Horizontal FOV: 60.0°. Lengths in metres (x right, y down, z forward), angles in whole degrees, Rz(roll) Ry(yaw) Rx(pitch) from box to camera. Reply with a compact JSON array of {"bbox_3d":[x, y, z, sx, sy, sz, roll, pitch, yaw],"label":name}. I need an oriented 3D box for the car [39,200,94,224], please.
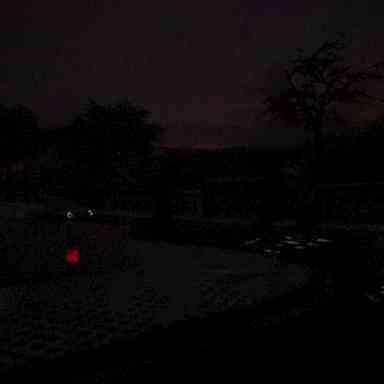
[{"bbox_3d":[-9.064,1.489,23.939,4.553,1.767,2.097,0,3,40],"label":"car"}]
